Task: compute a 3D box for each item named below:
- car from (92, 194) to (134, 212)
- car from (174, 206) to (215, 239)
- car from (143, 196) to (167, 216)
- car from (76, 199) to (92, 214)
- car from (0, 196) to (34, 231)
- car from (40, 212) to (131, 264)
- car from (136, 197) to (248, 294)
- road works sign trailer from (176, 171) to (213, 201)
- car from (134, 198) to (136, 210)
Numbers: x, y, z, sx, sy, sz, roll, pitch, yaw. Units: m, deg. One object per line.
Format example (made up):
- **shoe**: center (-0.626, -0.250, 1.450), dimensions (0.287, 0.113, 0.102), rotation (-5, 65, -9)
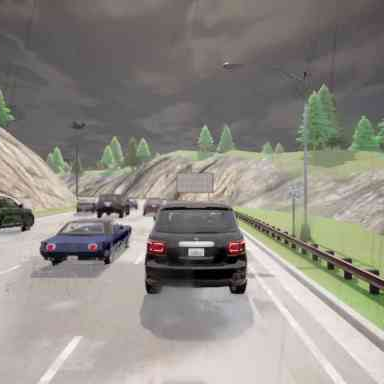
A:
- **car**: center (-7.006, 1.215, 30.039), dimensions (2.150, 2.045, 5.566), rotation (0, -1, -2)
- **car**: center (0.110, 1.559, 18.124), dimensions (1.994, 1.385, 4.181), rotation (0, 0, -1)
- **car**: center (-3.692, 1.351, 33.592), dimensions (2.097, 1.767, 4.553), rotation (0, 0, -3)
- **car**: center (-10.784, 1.493, 35.171), dimensions (2.128, 1.511, 4.902), rotation (0, 0, -3)
- **car**: center (-10.420, 1.214, 17.369), dimensions (2.150, 2.045, 5.566), rotation (0, -1, 0)
- **car**: center (-3.413, 1.601, 11.723), dimensions (1.895, 1.301, 4.718), rotation (0, 0, 0)
- **car**: center (0.088, 1.221, 8.909), dimensions (2.150, 2.045, 5.566), rotation (0, 0, 0)
- **road works sign trailer**: center (0.190, 0.464, 21.622), dimensions (2.380, 3.560, 2.880), rotation (0, 0, 0)
- **car**: center (-8.048, 1.526, 43.431), dimensions (1.812, 1.442, 4.674), rotation (0, 0, -7)
